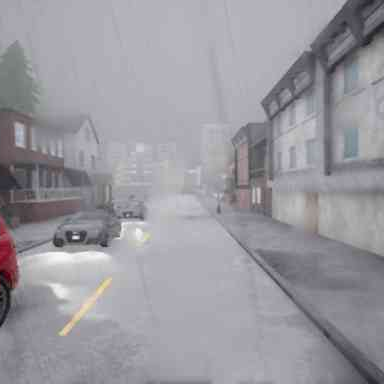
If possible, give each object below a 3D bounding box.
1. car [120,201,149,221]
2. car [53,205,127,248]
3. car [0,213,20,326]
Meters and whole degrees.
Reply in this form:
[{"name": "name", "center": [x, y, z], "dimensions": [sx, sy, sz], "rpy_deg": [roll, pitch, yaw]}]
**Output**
[{"name": "car", "center": [-4.375, 1.360, 24.615], "dimensions": [1.994, 1.385, 4.181], "rpy_deg": [0, 1, 0]}, {"name": "car", "center": [-4.264, 1.459, 14.137], "dimensions": [1.994, 1.385, 4.181], "rpy_deg": [0, 1, -1]}, {"name": "car", "center": [-4.137, 1.213, 3.718], "dimensions": [2.150, 2.045, 5.566], "rpy_deg": [0, 1, -1]}]
